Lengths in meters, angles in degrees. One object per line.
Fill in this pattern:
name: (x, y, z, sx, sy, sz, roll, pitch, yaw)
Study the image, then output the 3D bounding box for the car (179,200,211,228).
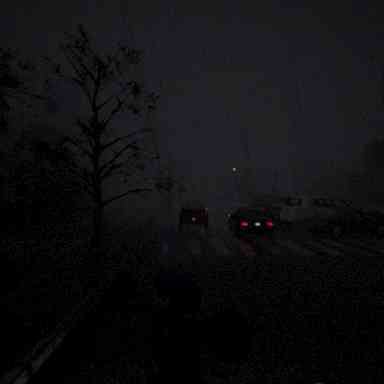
car: (0.100, 1.537, 22.980, 1.882, 1.535, 5.008, 0, 0, 0)

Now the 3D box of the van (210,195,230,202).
van: (7.961, 1.739, 90.545, 4.442, 1.987, 1.878, 1, -2, -20)

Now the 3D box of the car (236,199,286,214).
car: (7.896, 1.649, 38.235, 5.366, 1.575, 1.946, 1, 0, -20)

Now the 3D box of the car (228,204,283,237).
car: (3.099, 1.584, 18.227, 2.033, 1.411, 5.357, 0, 0, 0)

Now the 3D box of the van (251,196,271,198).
van: (7.963, 1.406, 35.278, 4.442, 1.987, 1.878, 1, 0, -20)

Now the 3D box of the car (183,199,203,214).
car: (0.098, 1.659, 38.716, 2.128, 1.511, 4.902, 0, 0, 0)

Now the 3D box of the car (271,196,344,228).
car: (8.098, 1.287, 20.424, 5.566, 2.045, 2.435, 1, -1, -20)

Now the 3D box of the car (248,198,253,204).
car: (8.094, 1.642, 32.349, 4.792, 1.488, 2.163, 1, -1, -20)

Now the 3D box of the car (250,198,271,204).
car: (8.242, 1.591, 29.420, 5.366, 1.575, 1.946, 1, -1, -20)

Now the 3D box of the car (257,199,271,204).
car: (8.062, 1.573, 26.372, 4.892, 1.521, 2.231, 1, -1, -20)

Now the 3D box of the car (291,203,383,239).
car: (8.079, 1.526, 17.421, 4.892, 1.521, 2.231, 1, 0, -20)

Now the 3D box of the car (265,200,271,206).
car: (8.075, 1.554, 23.387, 5.008, 1.535, 2.097, 1, 0, -20)
